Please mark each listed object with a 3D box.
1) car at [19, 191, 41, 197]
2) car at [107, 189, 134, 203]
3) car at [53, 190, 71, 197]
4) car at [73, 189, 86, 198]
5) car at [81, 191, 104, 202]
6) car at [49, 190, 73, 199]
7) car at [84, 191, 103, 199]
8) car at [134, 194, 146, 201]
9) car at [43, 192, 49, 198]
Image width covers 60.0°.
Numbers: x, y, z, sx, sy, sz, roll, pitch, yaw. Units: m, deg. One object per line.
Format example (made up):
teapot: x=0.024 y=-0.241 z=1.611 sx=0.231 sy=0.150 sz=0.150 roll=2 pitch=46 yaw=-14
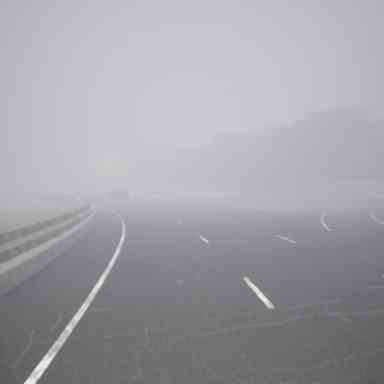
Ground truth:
car: x=-37.670 y=0.616 z=77.463 sx=4.892 sy=1.490 sz=1.837 roll=0 pitch=1 yaw=39
car: x=-11.730 y=0.571 z=52.937 sx=2.150 sy=2.045 sz=5.566 roll=-1 pitch=1 yaw=-31
car: x=-31.995 y=0.395 z=81.831 sx=4.553 sy=1.767 sz=2.097 roll=0 pitch=1 yaw=39
car: x=-23.734 y=0.404 z=69.053 sx=2.150 sy=2.045 sz=5.566 roll=-1 pitch=1 yaw=-42
car: x=-15.388 y=0.971 z=52.171 sx=1.895 sy=1.301 sz=4.718 roll=-1 pitch=1 yaw=-32
car: x=-26.441 y=0.694 z=66.842 sx=1.882 sy=1.535 sz=5.008 roll=-1 pitch=1 yaw=-42
car: x=-21.238 y=0.616 z=71.520 sx=1.882 sy=1.535 sz=5.008 roll=-1 pitch=1 yaw=-42
car: x=-9.569 y=0.901 z=56.028 sx=1.895 sy=1.301 sz=4.718 roll=-1 pitch=1 yaw=-34
car: x=-34.777 y=0.631 z=79.614 sx=4.181 sy=1.385 sz=1.994 roll=0 pitch=1 yaw=39
